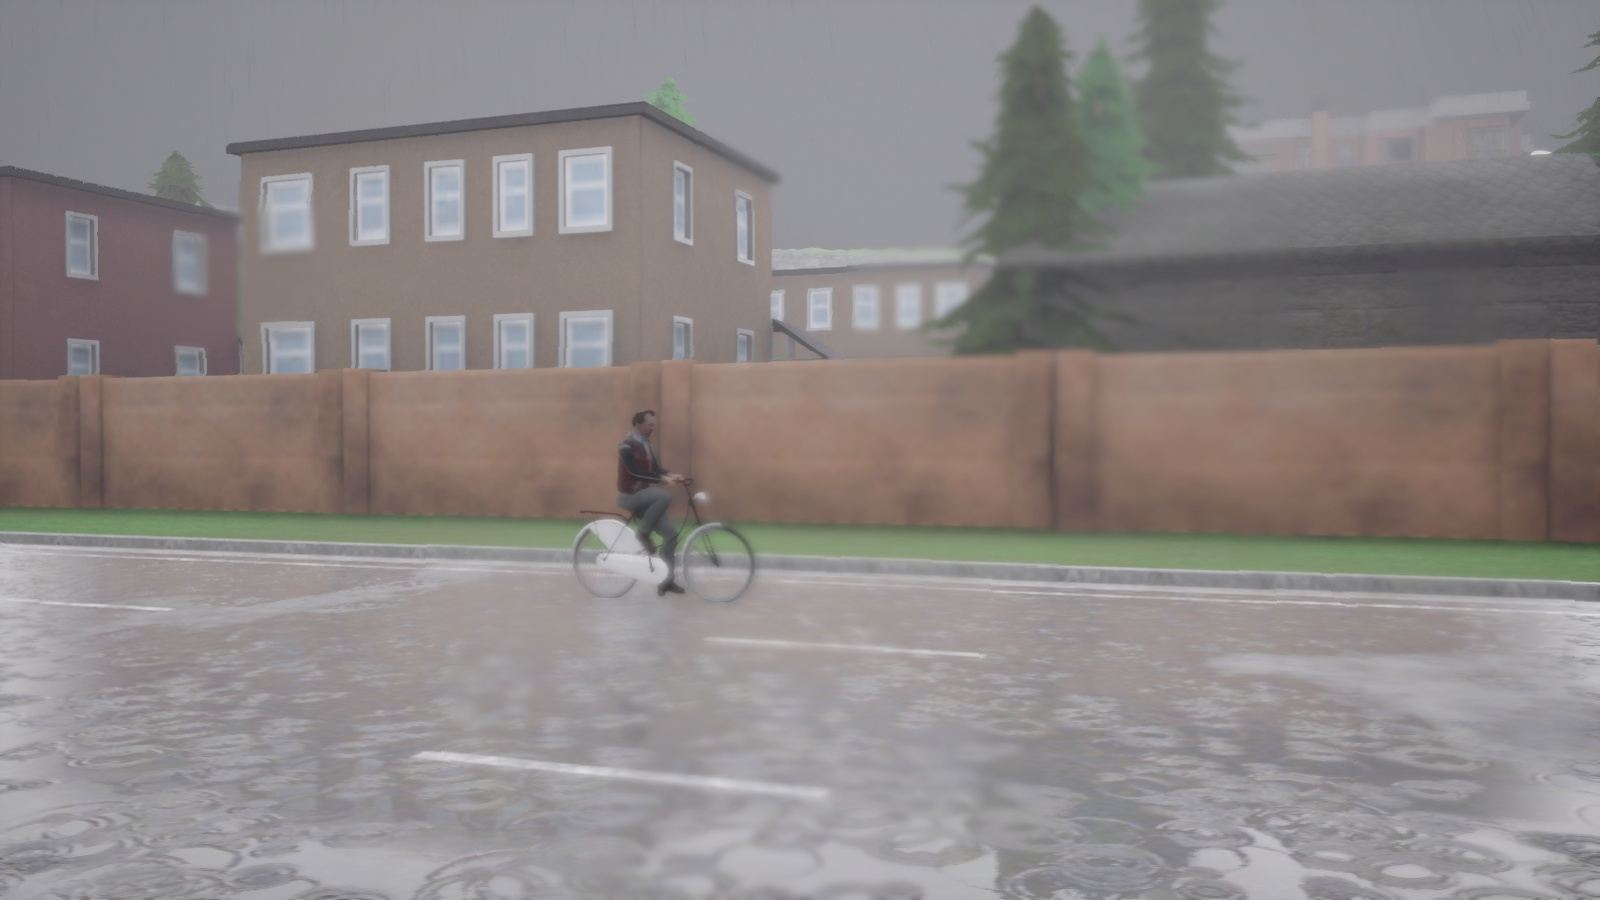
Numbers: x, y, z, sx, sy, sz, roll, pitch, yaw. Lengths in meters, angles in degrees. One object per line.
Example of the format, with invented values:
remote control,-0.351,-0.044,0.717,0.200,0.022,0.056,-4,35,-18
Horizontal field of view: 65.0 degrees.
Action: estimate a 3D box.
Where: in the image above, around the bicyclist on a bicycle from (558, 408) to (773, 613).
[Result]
bicyclist on a bicycle,-1.228,0.513,11.461,1.843,1.776,0.659,1,1,20
